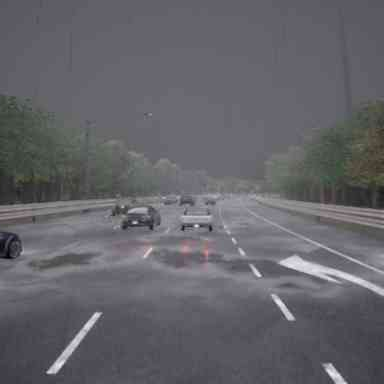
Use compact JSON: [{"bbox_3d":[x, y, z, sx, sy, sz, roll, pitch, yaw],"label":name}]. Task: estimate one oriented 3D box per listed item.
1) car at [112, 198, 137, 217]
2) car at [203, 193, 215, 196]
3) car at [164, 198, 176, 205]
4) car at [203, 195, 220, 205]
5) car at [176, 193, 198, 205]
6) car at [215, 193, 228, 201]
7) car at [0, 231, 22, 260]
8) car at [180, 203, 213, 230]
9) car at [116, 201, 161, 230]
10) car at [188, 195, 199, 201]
[{"bbox_3d":[-6.065,1.374,31.791,2.097,1.767,4.553,0,0,4],"label":"car"},{"bbox_3d":[3.913,1.599,85.466,2.033,1.411,5.357,0,0,10],"label":"car"},{"bbox_3d":[-3.627,1.641,58.738,1.895,1.301,4.718,0,0,7],"label":"car"},{"bbox_3d":[3.411,1.634,58.733,1.895,1.301,4.718,0,0,7],"label":"car"},{"bbox_3d":[-0.657,1.255,53.829,2.150,2.045,5.566,0,0,6],"label":"car"},{"bbox_3d":[7.477,1.595,85.498,2.033,1.411,5.357,0,0,10],"label":"car"},{"bbox_3d":[-6.913,1.574,9.872,1.994,1.385,4.181,0,0,1],"label":"car"},{"bbox_3d":[0.348,1.612,20.884,1.895,1.301,4.718,0,0,2],"label":"car"},{"bbox_3d":[-3.094,1.539,20.869,1.812,1.442,4.674,0,0,2],"label":"car"},{"bbox_3d":[0.365,1.588,85.488,2.128,1.511,4.902,0,0,10],"label":"car"}]
